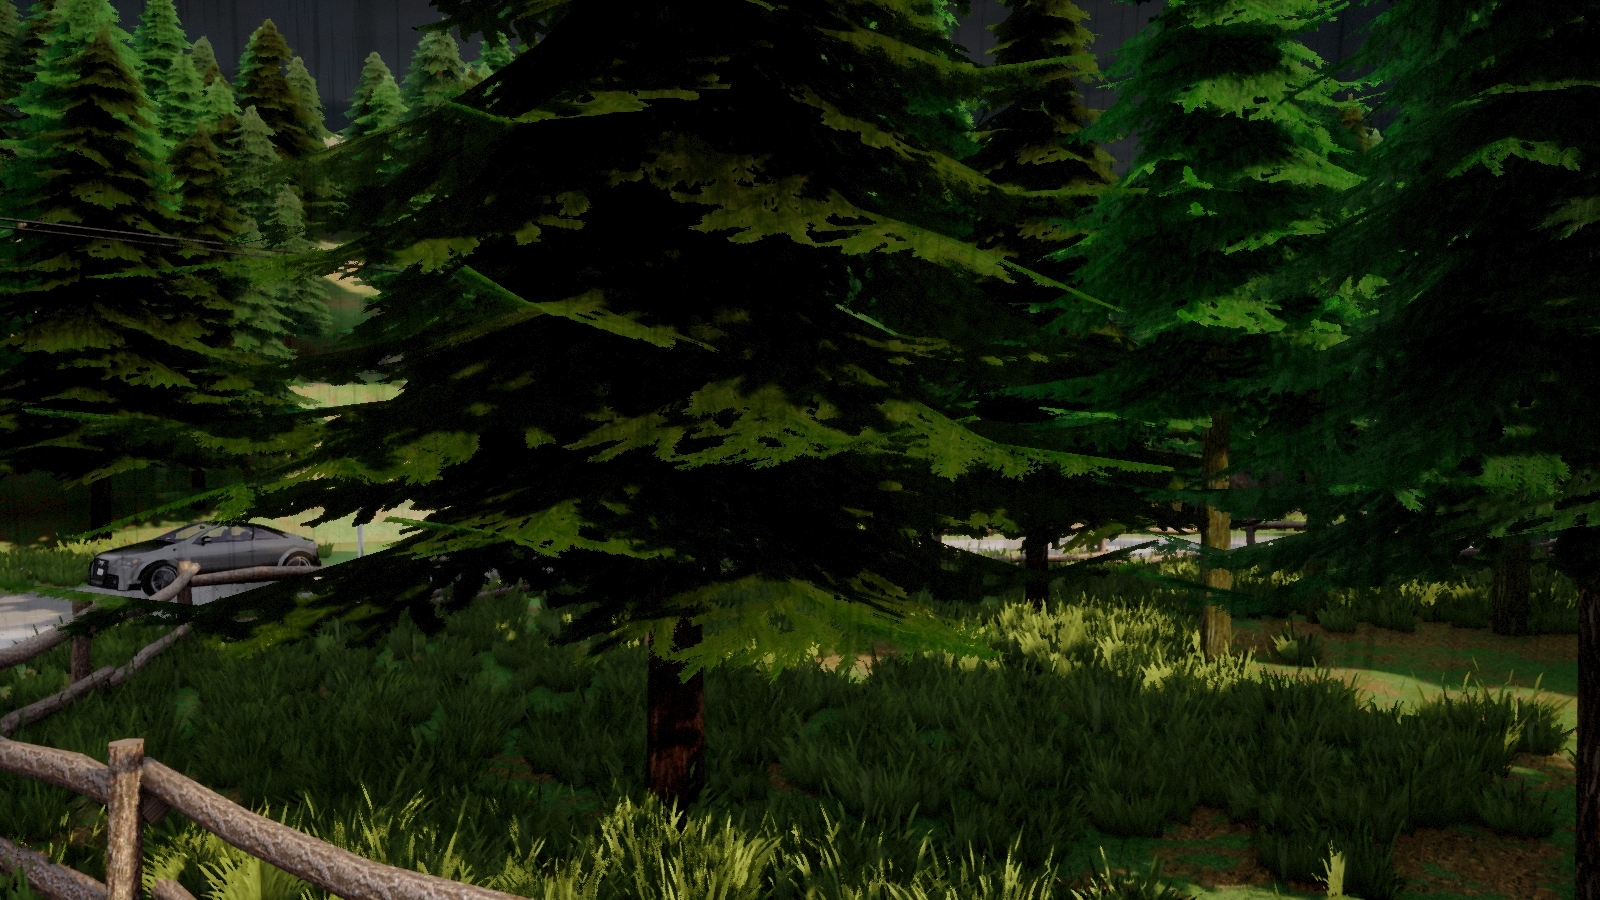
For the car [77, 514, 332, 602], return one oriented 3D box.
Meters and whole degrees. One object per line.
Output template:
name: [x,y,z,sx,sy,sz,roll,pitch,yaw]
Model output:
car: [-12.055,2.119,23.321,1.994,1.385,4.181,0,0,41]
